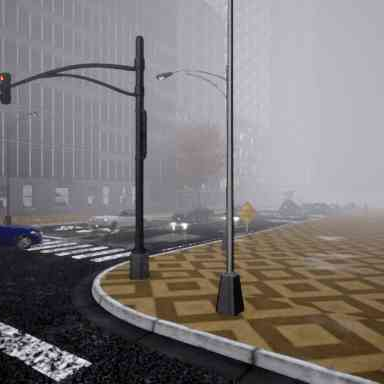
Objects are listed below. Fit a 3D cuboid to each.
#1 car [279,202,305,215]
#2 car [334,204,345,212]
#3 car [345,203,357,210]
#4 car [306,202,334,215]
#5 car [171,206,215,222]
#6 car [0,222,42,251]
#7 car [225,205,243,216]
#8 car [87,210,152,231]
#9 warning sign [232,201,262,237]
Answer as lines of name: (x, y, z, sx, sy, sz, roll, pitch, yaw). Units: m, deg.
car: (13.740, 2.205, 46.384, 2.097, 1.767, 4.553, 0, -1, 33)
car: (23.749, 2.641, 55.874, 2.033, 1.411, 5.357, 0, -1, 33)
car: (31.350, 2.837, 65.789, 1.812, 1.442, 4.674, 0, -1, 33)
car: (18.295, 2.268, 47.375, 2.097, 1.767, 4.553, 0, -1, 33)
car: (0.272, 2.046, 31.686, 2.033, 1.411, 5.357, 0, -1, 33)
car: (-8.619, 1.661, 13.487, 4.674, 1.442, 1.812, 1, 0, -28)
car: (5.640, 2.240, 40.029, 1.994, 1.385, 4.181, 0, -1, 33)
car: (-4.993, 1.925, 23.491, 1.895, 1.301, 4.718, 0, -1, 33)
warning sign: (3.092, 1.454, 18.559, 1.300, 1.860, 1.060, 1, 1, 33)
